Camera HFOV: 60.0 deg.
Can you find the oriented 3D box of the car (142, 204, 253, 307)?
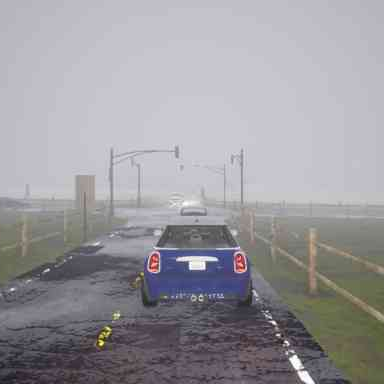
[{"bbox_3d":[0.096,1.353,8.138,2.097,1.767,4.553,0,0,0],"label":"car"}]

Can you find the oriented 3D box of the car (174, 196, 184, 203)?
[{"bbox_3d":[-2.727,1.615,69.970,1.895,1.301,4.718,0,0,0],"label":"car"}]

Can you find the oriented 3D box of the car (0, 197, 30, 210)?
[{"bbox_3d":[-20.079,1.216,36.424,4.181,1.385,1.994,1,0,0],"label":"car"}]

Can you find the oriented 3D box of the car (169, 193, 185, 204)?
[{"bbox_3d":[-2.833,1.237,59.949,2.150,2.045,5.566,0,0,0],"label":"car"}]

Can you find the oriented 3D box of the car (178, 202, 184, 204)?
[{"bbox_3d":[0.092,1.507,17.304,1.837,1.490,4.892,0,0,0],"label":"car"}]

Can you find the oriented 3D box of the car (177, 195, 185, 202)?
[{"bbox_3d":[-2.692,1.549,80.312,1.812,1.442,4.674,0,0,0],"label":"car"}]
